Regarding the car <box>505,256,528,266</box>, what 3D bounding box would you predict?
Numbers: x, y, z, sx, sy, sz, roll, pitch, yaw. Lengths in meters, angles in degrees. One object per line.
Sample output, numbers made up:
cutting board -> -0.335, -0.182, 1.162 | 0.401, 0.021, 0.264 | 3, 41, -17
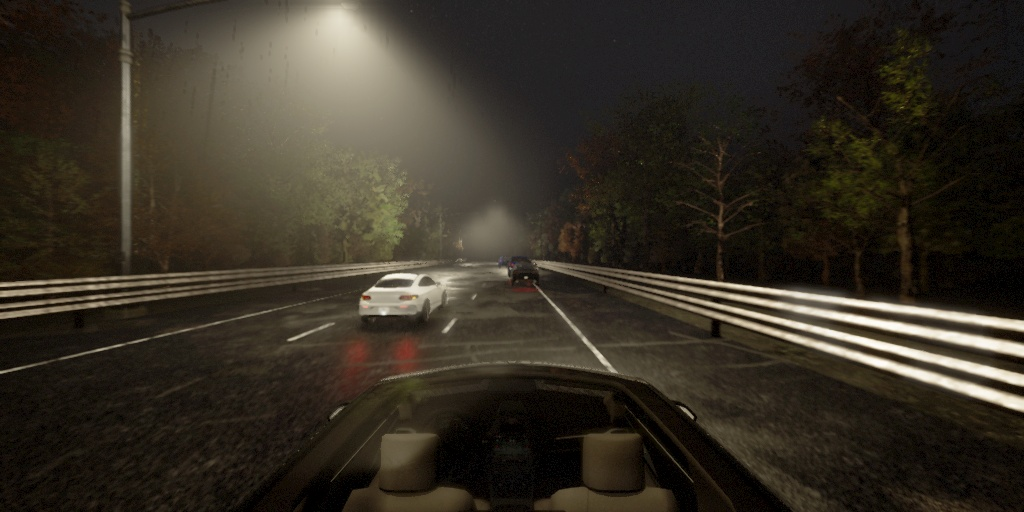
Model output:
car -> 0.668, 0.978, 35.356 | 2.150, 2.045, 5.566 | 0, 0, -1

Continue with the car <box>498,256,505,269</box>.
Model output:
car -> -1.091, 1.026, 59.229 | 2.150, 2.045, 5.566 | 0, 0, -2

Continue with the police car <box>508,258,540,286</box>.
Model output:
police car -> 0.859, 1.168, 25.372 | 1.930, 1.638, 5.238 | 0, 0, -1

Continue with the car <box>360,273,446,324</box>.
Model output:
car -> -3.434, 1.270, 11.888 | 1.812, 1.442, 4.674 | 0, 0, 0
